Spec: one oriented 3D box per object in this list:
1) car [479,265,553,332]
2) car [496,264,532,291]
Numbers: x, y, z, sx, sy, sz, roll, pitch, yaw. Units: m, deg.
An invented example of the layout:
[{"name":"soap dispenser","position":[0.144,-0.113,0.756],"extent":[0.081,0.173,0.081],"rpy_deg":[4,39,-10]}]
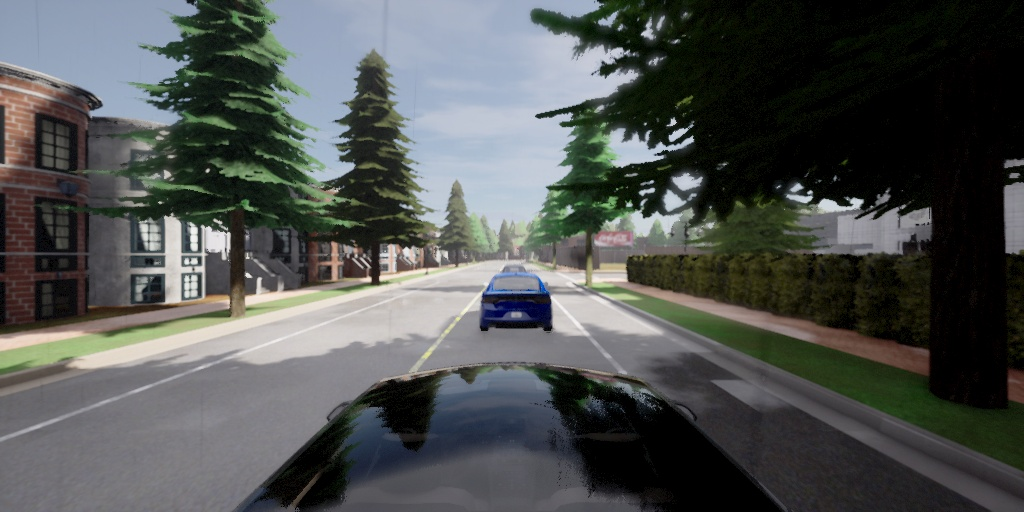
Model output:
[{"name":"car","position":[0.114,1.220,10.865],"extent":[1.882,1.535,5.008],"rpy_deg":[0,0,0]},{"name":"car","position":[0.136,1.279,22.861],"extent":[2.033,1.411,5.357],"rpy_deg":[0,0,0]}]
